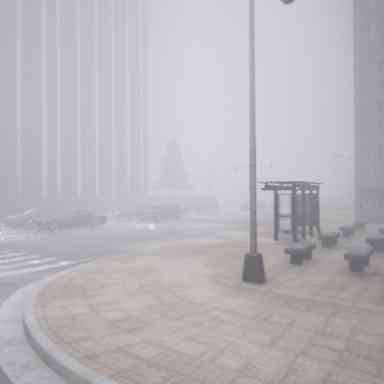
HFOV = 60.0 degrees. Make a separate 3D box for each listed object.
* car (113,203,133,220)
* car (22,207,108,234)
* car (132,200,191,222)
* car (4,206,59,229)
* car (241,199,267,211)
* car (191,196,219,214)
[{"bbox_3d":[-5.115,1.741,30.932,2.128,1.511,4.902,-1,0,36],"label":"car"},{"bbox_3d":[-7.819,1.819,21.197,1.895,1.301,4.718,-1,0,36],"label":"car"},{"bbox_3d":[-2.491,1.721,28.586,1.837,1.490,4.892,-1,0,36],"label":"car"},{"bbox_3d":[-10.514,1.754,23.448,1.837,1.490,4.892,-1,0,36],"label":"car"},{"bbox_3d":[8.045,1.728,43.061,1.837,1.490,4.892,-1,-1,36],"label":"car"},{"bbox_3d":[1.091,1.471,39.503,2.150,2.045,5.566,-1,0,37],"label":"car"}]
